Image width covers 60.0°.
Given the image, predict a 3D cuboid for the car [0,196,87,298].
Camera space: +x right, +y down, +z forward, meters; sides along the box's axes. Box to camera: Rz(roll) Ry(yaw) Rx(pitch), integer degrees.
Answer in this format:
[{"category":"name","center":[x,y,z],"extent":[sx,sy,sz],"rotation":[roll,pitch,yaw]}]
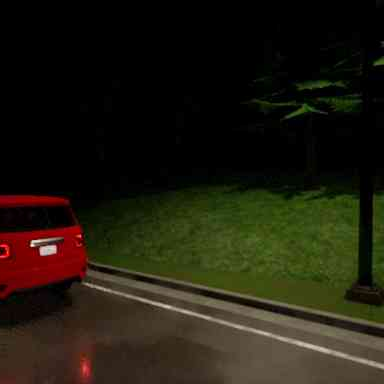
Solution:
[{"category":"car","center":[-4.676,1.105,7.315],"extent":[5.566,2.045,2.150],"rotation":[0,0,35]}]
